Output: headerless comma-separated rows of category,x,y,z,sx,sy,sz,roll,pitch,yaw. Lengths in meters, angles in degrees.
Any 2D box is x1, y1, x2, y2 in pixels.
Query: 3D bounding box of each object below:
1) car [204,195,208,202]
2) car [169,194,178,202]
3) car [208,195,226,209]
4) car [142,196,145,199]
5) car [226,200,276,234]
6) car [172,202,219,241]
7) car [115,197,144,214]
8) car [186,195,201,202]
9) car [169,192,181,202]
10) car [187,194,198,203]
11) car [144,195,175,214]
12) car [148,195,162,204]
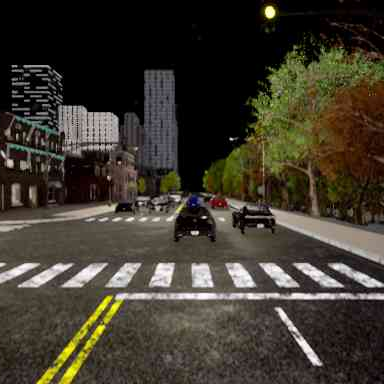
car,3.415,1.343,67.660,1.994,1.385,4.181,0,0,1
car,-3.248,1.360,44.509,1.837,1.490,4.892,0,0,0
car,3.433,1.339,42.759,1.882,1.535,5.008,0,0,0
car,-6.505,1.349,44.044,2.128,1.511,4.902,0,0,0
car,3.386,1.433,18.793,2.128,1.511,4.902,0,0,0
car,0.132,1.454,16.418,1.837,1.490,4.892,0,0,0
car,-6.527,1.455,33.961,1.994,1.385,4.181,0,0,0
car,0.181,1.389,42.250,1.812,1.442,4.674,0,0,0
car,-3.171,1.029,59.867,2.150,2.045,5.566,0,0,1
car,0.158,1.273,66.980,2.128,1.511,4.902,0,0,1
car,-3.275,1.382,34.269,2.128,1.511,4.902,0,0,0
car,-6.425,1.336,58.215,1.812,1.442,4.674,0,0,1
